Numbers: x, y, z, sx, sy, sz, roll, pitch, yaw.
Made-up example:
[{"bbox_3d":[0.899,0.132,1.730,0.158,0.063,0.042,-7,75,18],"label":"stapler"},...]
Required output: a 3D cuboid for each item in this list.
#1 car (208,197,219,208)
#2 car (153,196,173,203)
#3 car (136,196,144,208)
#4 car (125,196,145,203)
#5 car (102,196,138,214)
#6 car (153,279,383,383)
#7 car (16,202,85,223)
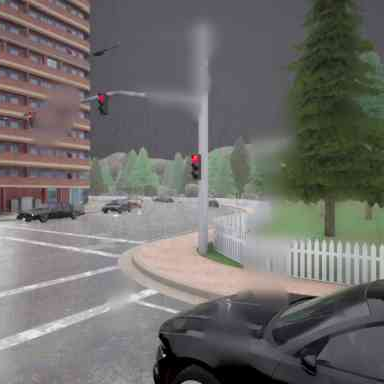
[{"bbox_3d":[2.474,1.470,47.236,1.812,1.442,4.674,0,0,-9],"label":"car"},{"bbox_3d":[-5.855,1.492,67.201,2.033,1.411,5.357,0,0,-37],"label":"car"},{"bbox_3d":[-8.096,1.296,45.682,2.097,1.767,4.553,0,0,-11],"label":"car"},{"bbox_3d":[-11.783,1.470,68.722,4.674,1.442,1.812,0,0,44],"label":"car"},{"bbox_3d":[-7.797,1.492,35.386,2.033,1.411,5.357,0,0,7],"label":"car"},{"bbox_3d":[1.899,1.478,2.635,5.008,1.535,1.882,0,0,36],"label":"car"},{"bbox_3d":[-10.616,1.492,25.567,2.033,1.411,5.357,0,0,24],"label":"car"}]
